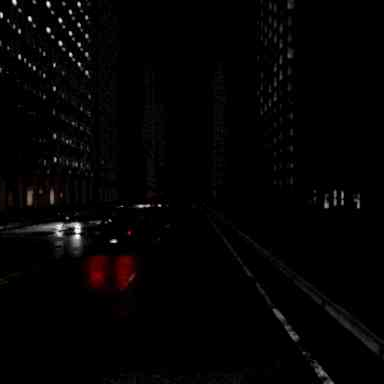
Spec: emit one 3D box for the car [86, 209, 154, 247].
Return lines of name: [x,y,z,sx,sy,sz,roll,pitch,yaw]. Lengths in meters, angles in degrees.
car: [-3.163,1.706,15.629,1.895,1.301,4.718,0,0,0]

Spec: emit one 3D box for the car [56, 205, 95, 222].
car: [-9.872,1.792,28.573,1.895,1.301,4.718,0,0,0]

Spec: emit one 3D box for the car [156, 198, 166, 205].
car: [-6.557,1.999,71.353,1.812,1.442,4.674,0,0,0]

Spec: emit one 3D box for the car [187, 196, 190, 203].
car: [-0.066,1.790,83.261,2.097,1.767,4.553,0,0,0]

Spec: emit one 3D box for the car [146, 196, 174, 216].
car: [-3.176,1.460,35.531,2.150,2.045,5.566,0,0,0]

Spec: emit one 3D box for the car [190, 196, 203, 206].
car: [1.084,1.795,66.696,2.097,1.767,4.553,0,0,0]

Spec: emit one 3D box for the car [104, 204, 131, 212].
car: [-6.620,1.763,29.888,1.994,1.385,4.181,0,0,0]

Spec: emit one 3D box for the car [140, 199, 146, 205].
car: [-9.806,2.054,69.862,1.895,1.301,4.718,0,0,0]
